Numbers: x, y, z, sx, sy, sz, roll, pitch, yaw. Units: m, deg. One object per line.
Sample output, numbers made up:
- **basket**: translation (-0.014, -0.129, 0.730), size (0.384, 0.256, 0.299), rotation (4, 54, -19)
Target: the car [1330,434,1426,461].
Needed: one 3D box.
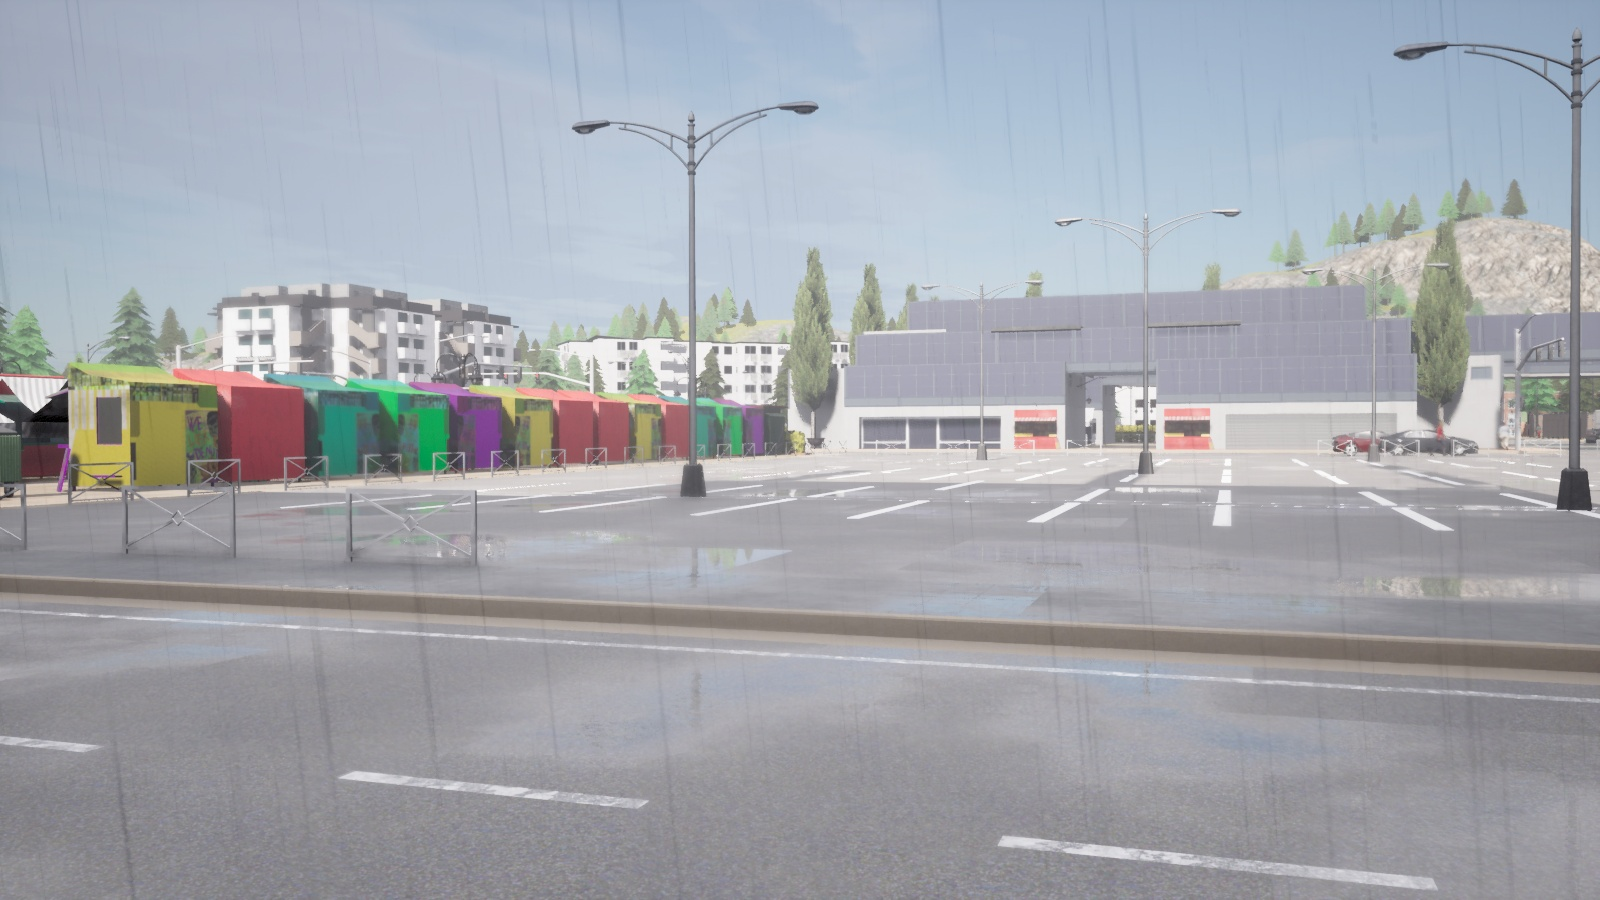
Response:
- **car**: translation (32.991, -0.145, 71.838), size (4.792, 1.488, 2.163), rotation (1, 1, 20)

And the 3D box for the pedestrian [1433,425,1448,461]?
- **pedestrian**: translation (32.271, -0.352, 63.281), size (0.636, 1.846, 0.331), rotation (1, 1, 19)

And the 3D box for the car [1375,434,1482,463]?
- **car**: translation (33.860, -0.120, 67.801), size (4.902, 1.511, 2.128), rotation (1, 1, 20)

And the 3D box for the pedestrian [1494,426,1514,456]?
- **pedestrian**: translation (45.111, -0.579, 80.477), size (0.874, 1.855, 0.900), rotation (0, 1, 13)
